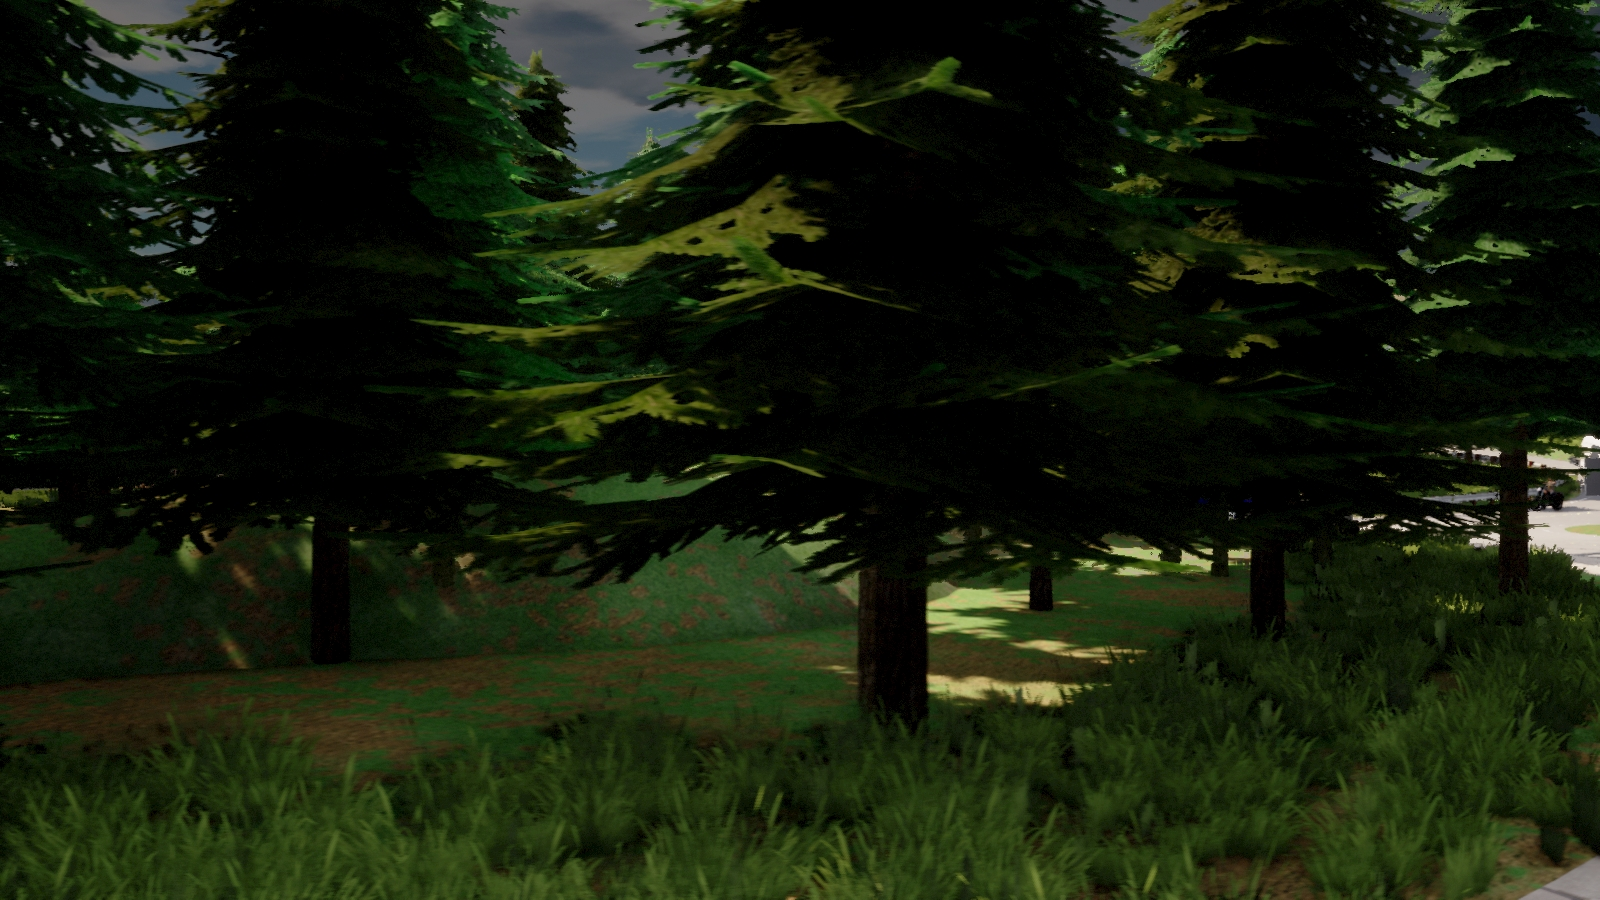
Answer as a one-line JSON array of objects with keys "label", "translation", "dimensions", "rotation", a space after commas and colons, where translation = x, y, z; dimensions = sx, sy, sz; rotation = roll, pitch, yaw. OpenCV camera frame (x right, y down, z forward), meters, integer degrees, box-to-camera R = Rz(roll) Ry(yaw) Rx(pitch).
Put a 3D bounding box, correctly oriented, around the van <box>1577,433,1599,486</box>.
[{"label": "van", "translation": [44.075, 0.548, 61.705], "dimensions": [1.988, 2.561, 5.915], "rotation": [0, 4, 19]}]
